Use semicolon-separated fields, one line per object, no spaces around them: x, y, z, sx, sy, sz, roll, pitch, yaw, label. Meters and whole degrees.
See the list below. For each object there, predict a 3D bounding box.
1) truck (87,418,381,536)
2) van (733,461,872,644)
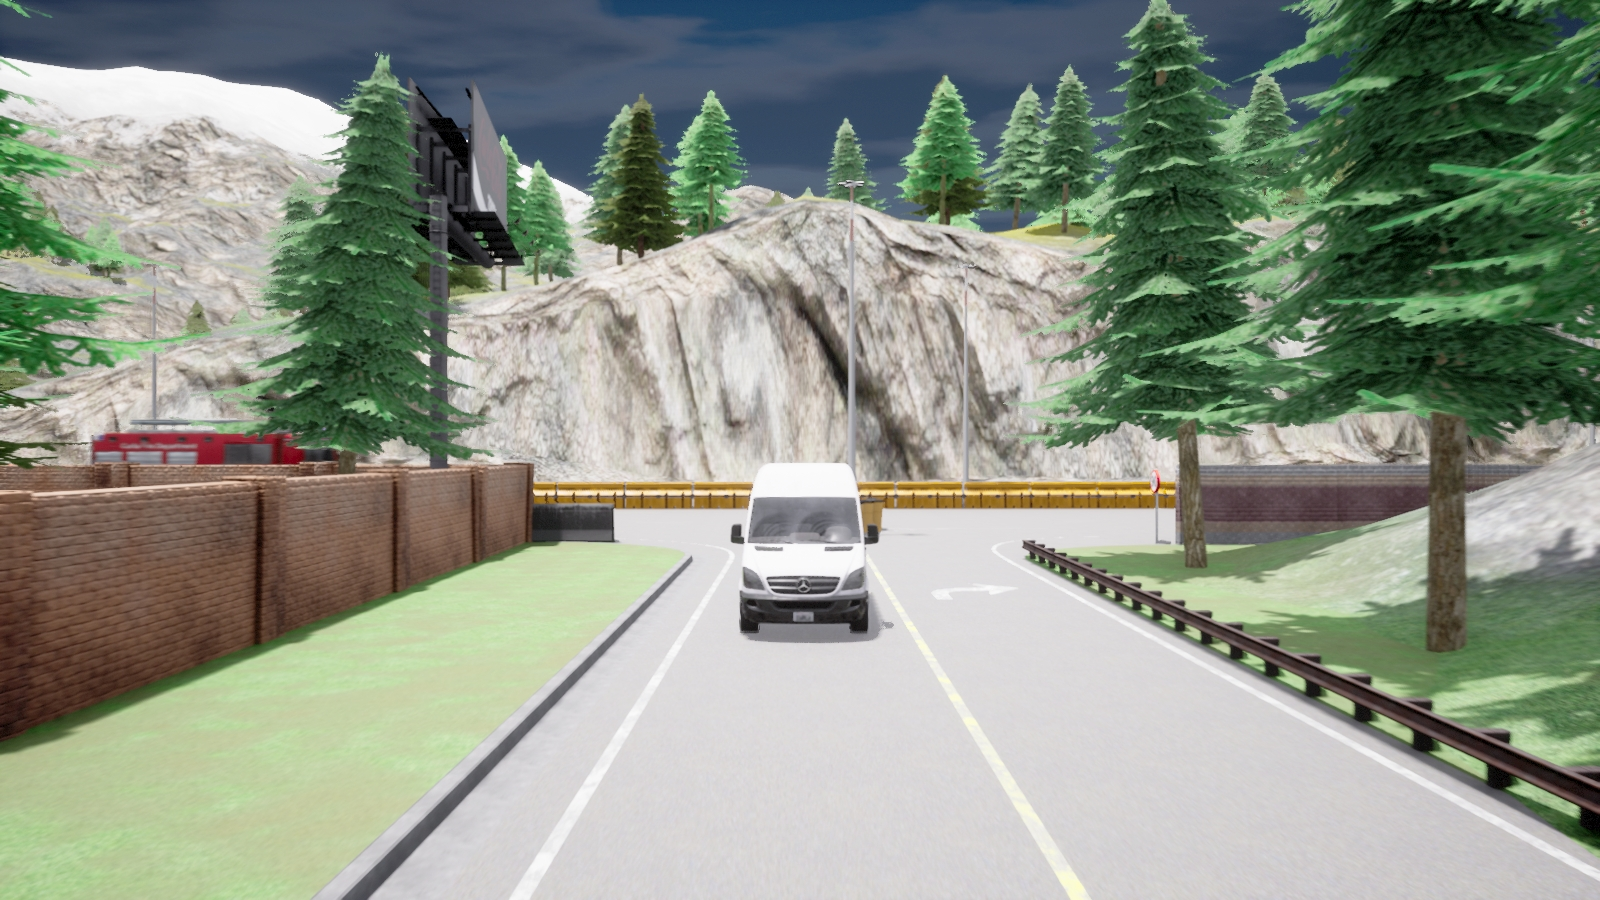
-18.898;0.872;38.521;8.468;3.827;2.891;0;0;-1;truck
0.089;1.505;19.381;1.988;2.561;5.915;0;0;1;van
